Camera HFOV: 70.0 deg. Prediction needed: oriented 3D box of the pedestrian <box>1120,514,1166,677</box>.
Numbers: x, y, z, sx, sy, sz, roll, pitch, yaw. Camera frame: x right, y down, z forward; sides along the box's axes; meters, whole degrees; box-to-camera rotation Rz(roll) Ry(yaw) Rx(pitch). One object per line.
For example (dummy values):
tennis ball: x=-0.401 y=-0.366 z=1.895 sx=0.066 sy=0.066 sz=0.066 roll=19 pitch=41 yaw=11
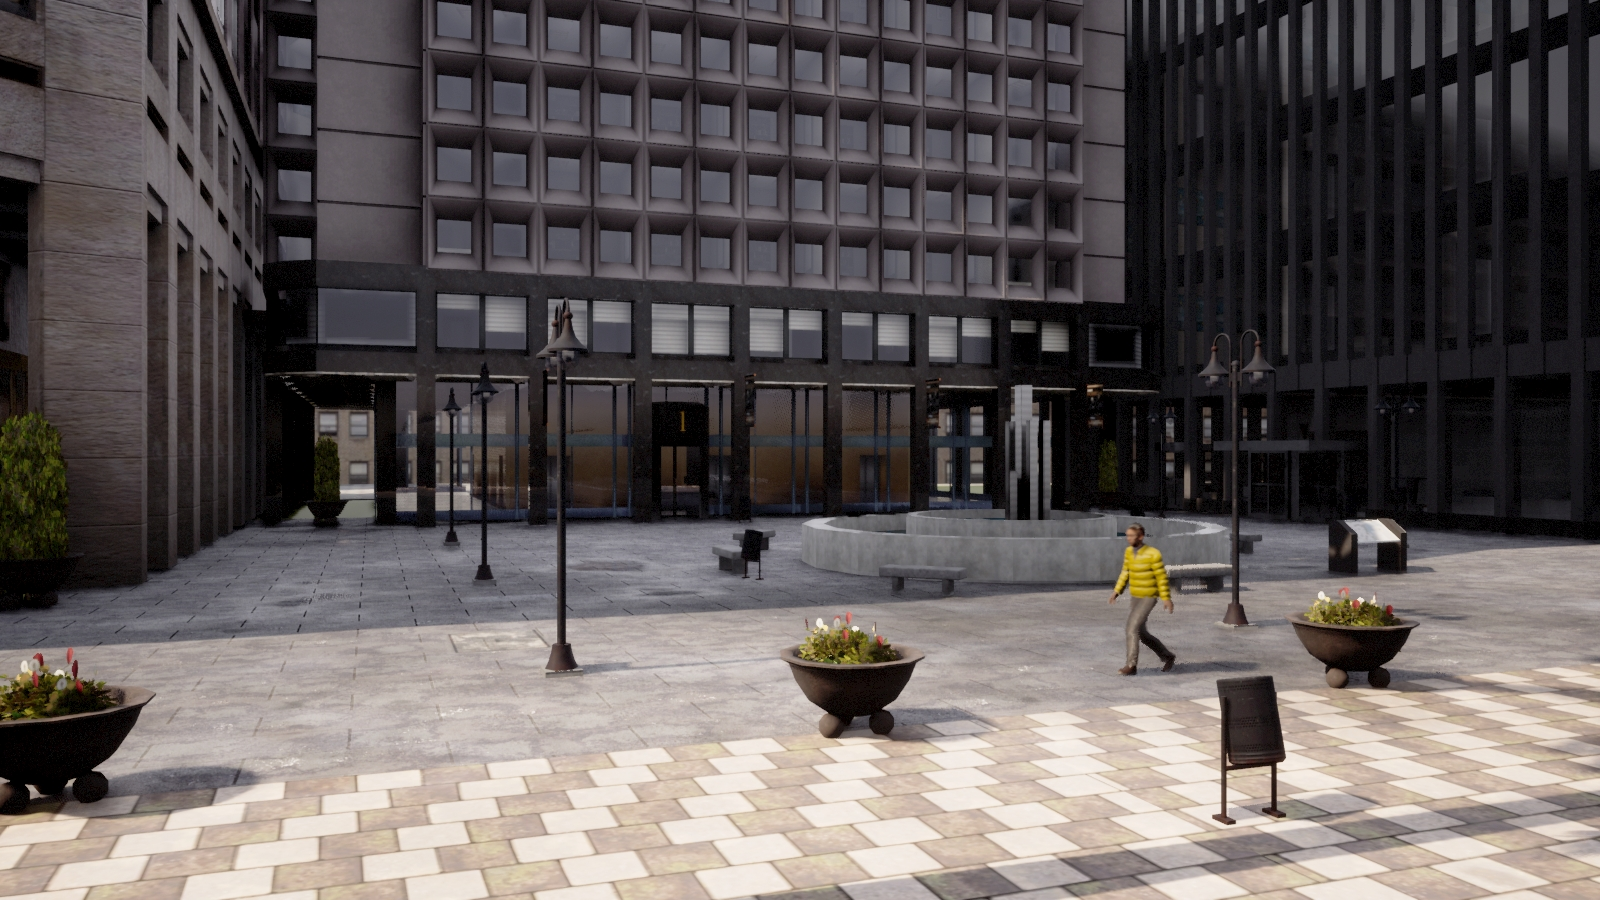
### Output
pedestrian: x=4.045 y=1.702 z=13.473 sx=0.375 sy=1.860 sz=0.375 roll=0 pitch=0 yaw=-20
